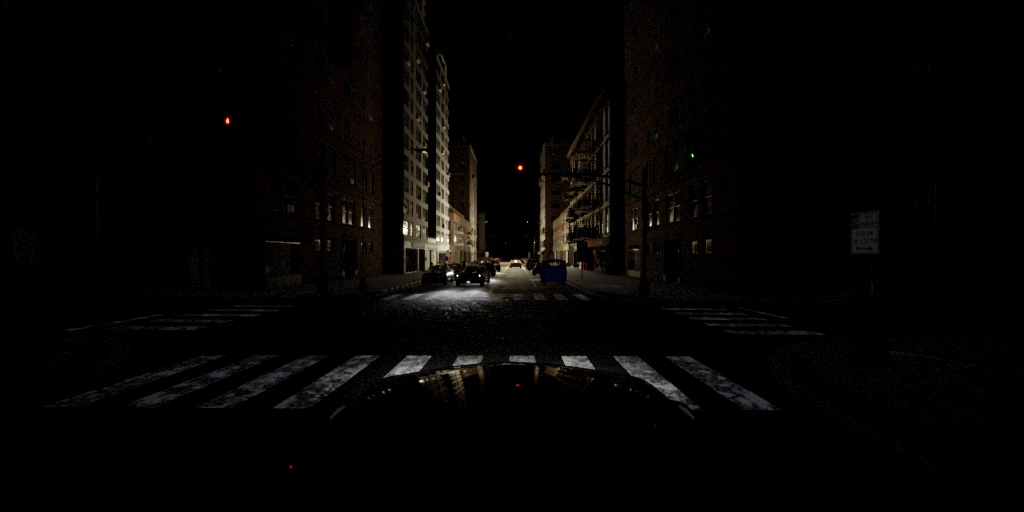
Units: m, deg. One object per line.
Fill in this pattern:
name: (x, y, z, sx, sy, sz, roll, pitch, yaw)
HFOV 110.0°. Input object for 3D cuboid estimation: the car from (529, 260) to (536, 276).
car: (2.949, 1.330, 36.725, 1.802, 1.307, 4.207, 0, 0, 1)

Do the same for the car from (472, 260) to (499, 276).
car: (-2.548, 1.349, 35.146, 1.895, 1.301, 4.718, 0, 0, 1)

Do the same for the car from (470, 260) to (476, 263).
car: (-4.975, 1.269, 47.984, 1.751, 1.417, 4.829, 0, 0, 1)

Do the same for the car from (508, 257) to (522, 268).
car: (0.618, 1.336, 59.045, 1.895, 1.301, 4.718, 0, 0, 1)

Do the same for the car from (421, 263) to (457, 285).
car: (-5.179, 1.299, 25.427, 2.007, 1.370, 4.403, 0, 0, 1)

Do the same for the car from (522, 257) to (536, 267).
car: (3.103, 1.054, 53.769, 2.192, 1.841, 5.009, 0, 0, 1)

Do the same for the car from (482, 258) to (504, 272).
car: (-2.452, 1.309, 45.199, 1.994, 1.385, 4.181, 0, 0, 1)

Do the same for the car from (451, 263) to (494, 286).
car: (-2.652, 1.349, 25.134, 1.895, 1.301, 4.718, 0, 0, 4)

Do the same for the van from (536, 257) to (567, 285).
van: (2.846, 1.089, 25.363, 1.690, 1.789, 3.998, 0, 0, 1)

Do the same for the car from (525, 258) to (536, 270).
car: (3.052, 1.325, 48.087, 1.802, 1.307, 4.207, 0, 0, 1)
